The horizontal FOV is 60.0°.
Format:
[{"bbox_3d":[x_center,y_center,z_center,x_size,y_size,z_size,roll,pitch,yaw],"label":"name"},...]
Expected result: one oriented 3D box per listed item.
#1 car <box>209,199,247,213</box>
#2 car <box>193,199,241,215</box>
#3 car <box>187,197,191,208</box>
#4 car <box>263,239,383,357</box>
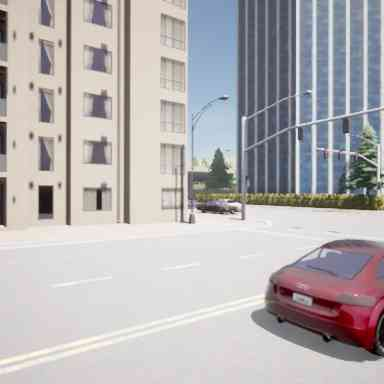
[{"bbox_3d":[4.236,1.596,39.451,1.812,1.442,4.674,0,0,-35],"label":"car"},{"bbox_3d":[2.632,1.608,35.588,2.033,1.411,5.357,0,0,-35],"label":"car"},{"bbox_3d":[-0.886,1.422,46.816,2.097,1.767,4.553,0,0,-35],"label":"car"},{"bbox_3d":[3.298,1.580,6.126,4.181,1.385,1.994,0,0,-35],"label":"car"}]
